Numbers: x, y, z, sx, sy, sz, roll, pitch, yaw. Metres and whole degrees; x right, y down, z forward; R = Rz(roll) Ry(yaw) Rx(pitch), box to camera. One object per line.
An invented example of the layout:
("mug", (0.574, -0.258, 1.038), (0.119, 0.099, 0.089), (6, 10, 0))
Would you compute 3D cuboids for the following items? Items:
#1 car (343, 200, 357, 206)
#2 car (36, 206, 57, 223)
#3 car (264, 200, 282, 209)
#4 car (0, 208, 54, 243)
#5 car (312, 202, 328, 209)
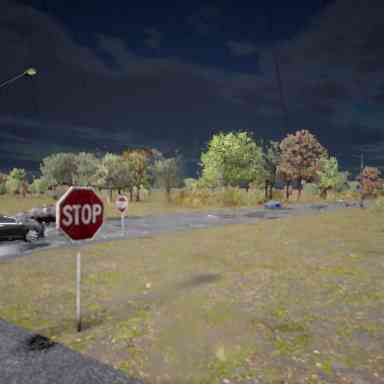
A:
("car", (40.748, 2.786, 84.819), (1.994, 1.385, 4.181), (0, 0, 36))
("car", (-11.084, 1.815, 25.108), (2.128, 1.511, 4.902), (0, 0, 36))
("car", (14.801, 2.305, 60.888), (1.882, 1.535, 5.008), (0, 1, 36))
("car", (-9.372, 1.724, 15.533), (1.837, 1.490, 4.892), (0, -1, 36))
("car", (23.342, 2.454, 60.756), (1.994, 1.385, 4.181), (0, 0, 36))
